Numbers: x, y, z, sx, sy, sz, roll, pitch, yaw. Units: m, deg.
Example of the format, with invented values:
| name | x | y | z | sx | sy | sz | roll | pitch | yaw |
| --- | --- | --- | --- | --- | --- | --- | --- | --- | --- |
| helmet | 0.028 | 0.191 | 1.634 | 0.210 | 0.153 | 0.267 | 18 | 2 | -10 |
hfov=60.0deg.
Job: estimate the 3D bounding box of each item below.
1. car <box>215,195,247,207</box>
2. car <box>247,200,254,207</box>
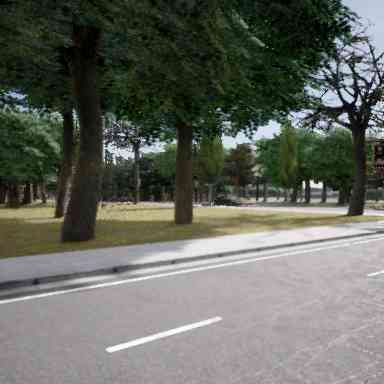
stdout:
| name | x | y | z | sx | sy | sz | roll | pitch | yaw |
| --- | --- | --- | --- | --- | --- | --- | --- | --- | --- |
| car | 6.317 | 1.569 | 57.703 | 2.150 | 2.045 | 5.566 | 1 | -1 | -35 |
| car | 8.975 | 1.860 | 59.588 | 1.882 | 1.535 | 5.008 | 1 | -1 | -35 |
